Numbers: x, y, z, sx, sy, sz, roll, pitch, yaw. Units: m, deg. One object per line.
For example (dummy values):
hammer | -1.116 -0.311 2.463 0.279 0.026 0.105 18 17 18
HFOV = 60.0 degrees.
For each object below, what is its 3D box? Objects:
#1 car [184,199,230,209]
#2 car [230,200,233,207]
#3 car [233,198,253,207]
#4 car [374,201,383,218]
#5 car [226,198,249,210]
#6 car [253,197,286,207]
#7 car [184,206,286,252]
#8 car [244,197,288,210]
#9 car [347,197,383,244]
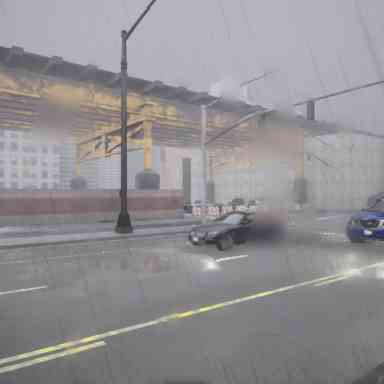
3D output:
car | 1.472 1.295 35.224 4.536 1.218 1.853 0 0 8
car | 1.524 1.453 35.216 4.974 1.542 2.038 0 0 8
car | 5.273 1.453 37.895 2.038 1.542 4.974 0 0 18
car | 18.627 1.548 30.125 5.357 1.411 2.033 0 0 -42
car | 5.289 1.295 37.945 1.853 1.218 4.536 0 0 18
car | 9.138 1.295 41.642 4.536 1.218 1.853 0 0 -7
car | 2.029 1.526 14.022 4.674 1.442 1.812 0 0 -35
car | 9.189 1.453 41.649 4.974 1.542 2.038 0 0 -7
car | 9.114 1.224 14.639 5.566 2.045 2.150 0 0 -36
